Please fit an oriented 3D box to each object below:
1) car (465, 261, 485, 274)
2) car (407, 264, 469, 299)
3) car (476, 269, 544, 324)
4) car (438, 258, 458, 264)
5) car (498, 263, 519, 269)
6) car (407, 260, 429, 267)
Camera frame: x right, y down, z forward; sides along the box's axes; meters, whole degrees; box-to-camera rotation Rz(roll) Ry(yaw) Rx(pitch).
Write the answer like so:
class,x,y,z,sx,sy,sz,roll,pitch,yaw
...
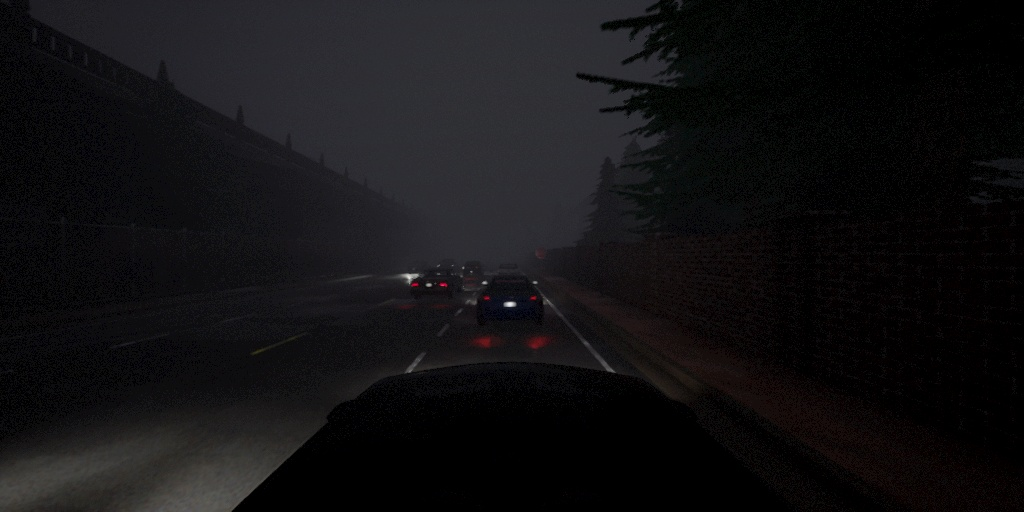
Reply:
class,x,y,z,sx,sy,sz,roll,pitch,yaw
car,-3.833,1.220,35.951,1.837,1.490,4.892,0,0,-1
car,-3.600,1.286,17.889,2.033,1.411,5.357,0,0,-1
car,-0.065,1.301,11.878,1.994,1.385,4.181,0,0,0
car,-7.529,1.069,42.282,2.097,1.767,4.553,0,0,0
car,-0.289,1.311,32.016,1.895,1.301,4.718,0,0,-1
car,-11.029,1.220,42.620,2.128,1.511,4.902,0,0,0
